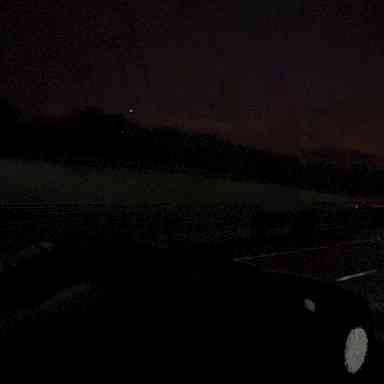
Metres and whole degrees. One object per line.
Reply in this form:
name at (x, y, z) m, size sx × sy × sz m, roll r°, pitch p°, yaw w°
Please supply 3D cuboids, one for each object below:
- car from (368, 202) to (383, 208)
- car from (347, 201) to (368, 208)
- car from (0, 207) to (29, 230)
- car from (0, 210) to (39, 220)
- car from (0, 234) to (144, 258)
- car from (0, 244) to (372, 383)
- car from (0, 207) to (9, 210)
car at (26.073, 2.049, 44.546) m, size 5.008 × 1.535 × 1.882 m, roll 1°, pitch -1°, yaw -37°
car at (23.990, 2.054, 47.359) m, size 5.008 × 1.535 × 1.882 m, roll 1°, pitch -1°, yaw -37°
car at (-12.888, 1.640, 20.596) m, size 4.718 × 1.301 × 1.895 m, roll 1°, pitch 0°, yaw -36°
car at (-8.372, 1.639, 15.222) m, size 4.718 × 1.301 × 1.895 m, roll 1°, pitch 0°, yaw -36°
car at (-1.853, 1.578, 6.734) m, size 5.357 × 1.411 × 2.033 m, roll 1°, pitch 0°, yaw -36°
car at (0.158, 1.504, 3.867) m, size 5.008 × 1.535 × 1.882 m, roll 1°, pitch 0°, yaw -36°
car at (-11.218, 1.509, 17.484) m, size 5.008 × 1.535 × 1.882 m, roll 1°, pitch 0°, yaw -36°
